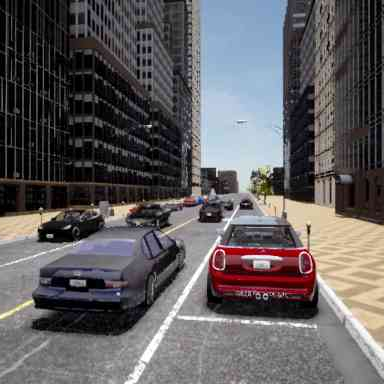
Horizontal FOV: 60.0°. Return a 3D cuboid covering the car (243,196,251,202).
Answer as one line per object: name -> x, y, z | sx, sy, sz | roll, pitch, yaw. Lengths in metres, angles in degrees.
car -> 12.694, 1.533, 77.103 | 1.802, 1.307, 4.206 | 0, 0, 9

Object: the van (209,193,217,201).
van -> 5.368, 1.285, 84.111 | 1.690, 1.788, 3.998 | 0, 0, 9

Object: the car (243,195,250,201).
car -> 13.658, 1.469, 82.886 | 1.752, 1.417, 4.829 | 0, 0, 9

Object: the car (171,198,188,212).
car -> -2.126, 1.536, 39.194 | 2.008, 1.369, 4.403 | 0, 0, 9

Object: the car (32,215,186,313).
car -> -1.466, 1.547, 7.968 | 2.033, 1.411, 5.357 | 0, 0, 9

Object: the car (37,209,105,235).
car -> -5.872, 1.563, 16.736 | 1.947, 1.339, 4.313 | 0, 0, 9

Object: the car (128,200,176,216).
car -> -2.575, 1.500, 20.781 | 1.837, 1.490, 4.892 | 0, 0, 9

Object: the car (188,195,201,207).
car -> -0.253, 1.522, 50.423 | 1.887, 1.381, 4.507 | 0, 0, 9

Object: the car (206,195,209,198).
car -> 1.620, 1.550, 61.653 | 1.802, 1.307, 4.206 | 0, 0, 9

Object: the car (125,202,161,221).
car -> -3.998, 1.574, 27.963 | 1.802, 1.307, 4.206 | 0, 0, 9

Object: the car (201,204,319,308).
car -> 1.628, 1.352, 8.205 | 2.097, 1.767, 4.553 | 0, 0, 9

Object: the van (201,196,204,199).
van -> 0.685, 1.314, 56.038 | 1.690, 1.788, 3.998 | 0, 0, 9

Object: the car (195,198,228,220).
car -> 1.681, 1.518, 27.442 | 1.812, 1.442, 4.674 | 0, 0, 9

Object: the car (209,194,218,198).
car -> 4.430, 1.390, 78.496 | 1.967, 1.590, 4.097 | 0, 0, 9

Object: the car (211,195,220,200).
car -> 6.303, 1.503, 89.726 | 1.947, 1.339, 4.313 | 0, 0, 9

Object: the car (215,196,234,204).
car -> 4.342, 1.547, 42.789 | 1.994, 1.385, 4.181 | 0, 0, 9

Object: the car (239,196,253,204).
car -> 7.075, 1.548, 43.417 | 1.947, 1.339, 4.313 | 0, 0, 9
